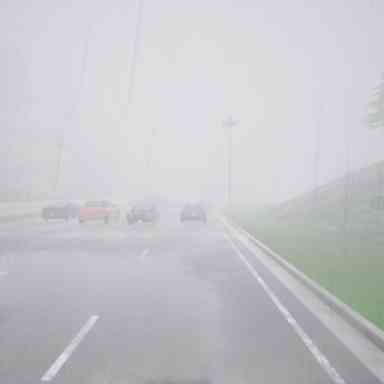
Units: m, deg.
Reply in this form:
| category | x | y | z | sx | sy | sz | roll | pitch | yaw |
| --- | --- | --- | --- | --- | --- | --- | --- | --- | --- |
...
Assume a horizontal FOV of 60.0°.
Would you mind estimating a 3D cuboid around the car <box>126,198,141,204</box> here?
| category | x | y | z | sx | sy | sz | roll | pitch | yaw |
| --- | --- | --- | --- | --- | --- | --- | --- | --- | --- |
| car | -8.281 | 1.638 | 50.307 | 1.994 | 1.385 | 4.181 | 0 | 0 | 16 |

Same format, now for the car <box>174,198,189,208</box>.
| category | x | y | z | sx | sy | sz | roll | pitch | yaw |
| --- | --- | --- | --- | --- | --- | --- | --- | --- | --- |
| car | -1.170 | 1.599 | 49.068 | 1.812 | 1.442 | 4.674 | 0 | 0 | 17 |

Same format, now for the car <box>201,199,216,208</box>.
| category | x | y | z | sx | sy | sz | roll | pitch | yaw |
| --- | --- | --- | --- | --- | --- | --- | --- | --- | --- |
| car | 2.233 | 1.673 | 48.397 | 1.895 | 1.301 | 4.718 | 0 | 0 | 17 |

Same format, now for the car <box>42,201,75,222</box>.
| category | x | y | z | sx | sy | sz | roll | pitch | yaw |
| --- | --- | --- | --- | --- | --- | --- | --- | --- | --- |
| car | -10.406 | 1.518 | 27.200 | 1.882 | 1.535 | 5.008 | 0 | 0 | 0 |

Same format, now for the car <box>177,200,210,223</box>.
| category | x | y | z | sx | sy | sz | roll | pitch | yaw |
| --- | --- | --- | --- | --- | --- | --- | --- | --- | --- |
| car | 0.098 | 1.603 | 26.163 | 1.994 | 1.385 | 4.181 | 0 | 0 | 0 |

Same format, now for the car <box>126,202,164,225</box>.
| category | x | y | z | sx | sy | sz | roll | pitch | yaw |
| --- | --- | --- | --- | --- | --- | --- | --- | --- | --- |
| car | -3.406 | 1.637 | 24.173 | 1.895 | 1.301 | 4.718 | 0 | 0 | 0 |

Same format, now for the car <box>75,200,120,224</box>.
| category | x | y | z | sx | sy | sz | roll | pitch | yaw |
| --- | --- | --- | --- | --- | --- | --- | --- | --- | --- |
| car | -6.905 | 1.390 | 25.332 | 2.097 | 1.767 | 4.553 | 0 | 0 | 0 |

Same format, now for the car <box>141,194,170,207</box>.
| category | x | y | z | sx | sy | sz | roll | pitch | yaw |
| --- | --- | --- | --- | --- | --- | --- | --- | --- | --- |
| car | -5.014 | 1.289 | 48.623 | 2.150 | 2.045 | 5.566 | 0 | -1 | 16 |
